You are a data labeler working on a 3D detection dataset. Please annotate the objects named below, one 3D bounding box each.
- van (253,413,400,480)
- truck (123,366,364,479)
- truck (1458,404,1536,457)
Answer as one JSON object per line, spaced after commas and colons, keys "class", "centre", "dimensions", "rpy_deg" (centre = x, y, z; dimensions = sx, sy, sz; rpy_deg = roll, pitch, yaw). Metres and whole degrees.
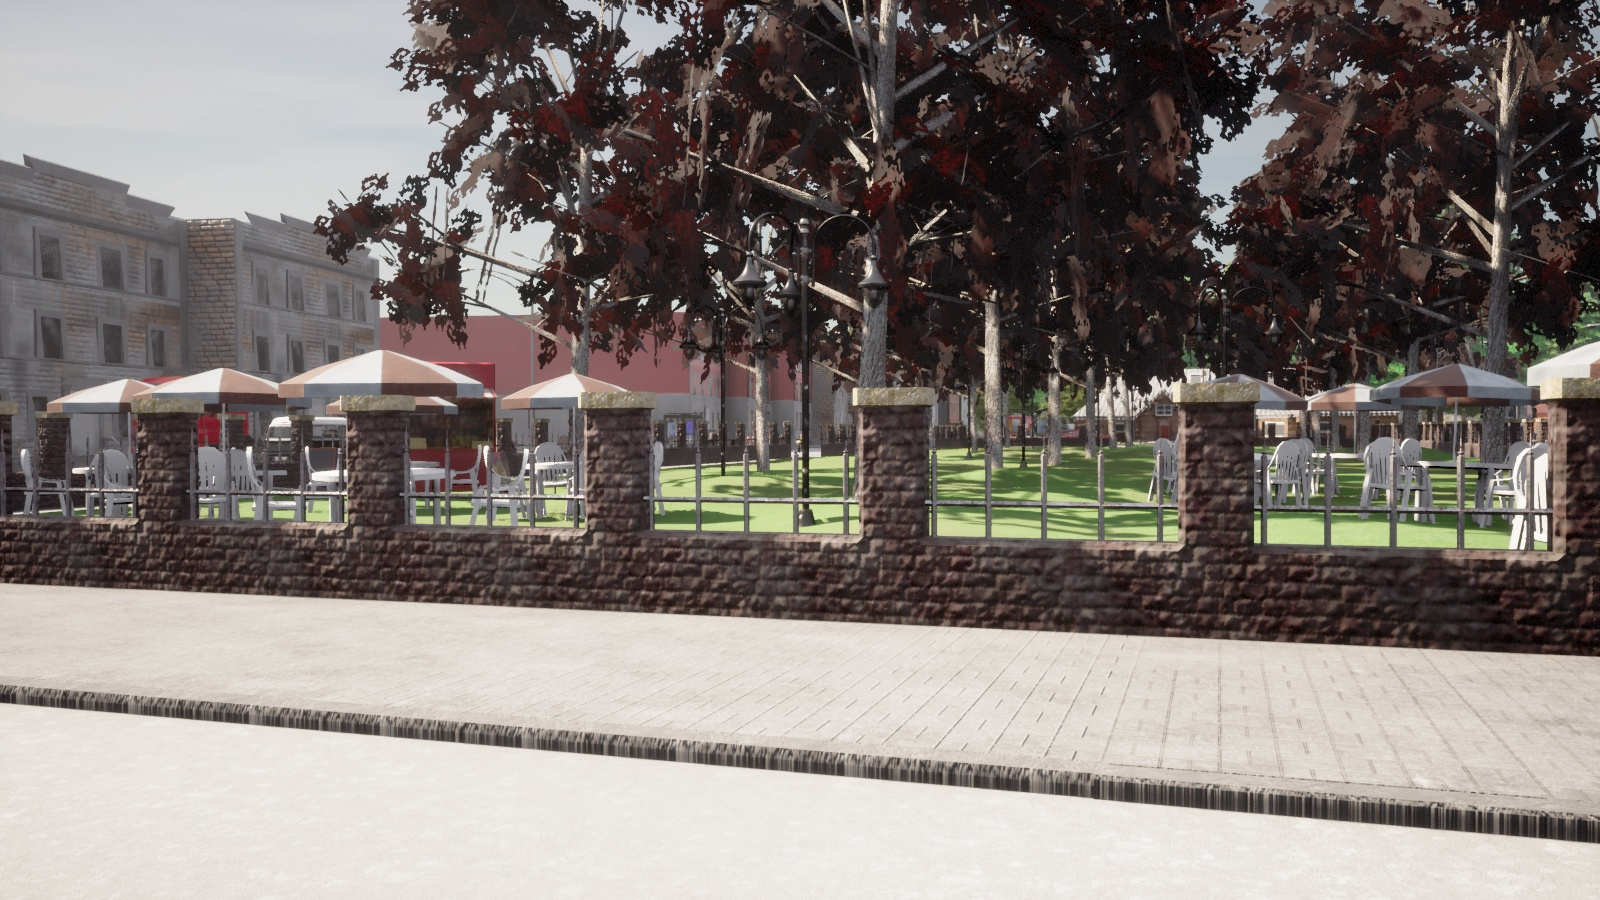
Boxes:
{"class": "van", "centre": [-15.136, -0.154, 40.402], "dimensions": [2.069, 2.038, 4.480], "rpy_deg": [1, 1, 18]}
{"class": "truck", "centre": [-18.594, -0.908, 42.661], "dimensions": [2.891, 3.462, 7.936], "rpy_deg": [1, 1, 18]}
{"class": "truck", "centre": [47.844, -1.360, 86.422], "dimensions": [2.891, 3.462, 7.936], "rpy_deg": [0, 1, 15]}
